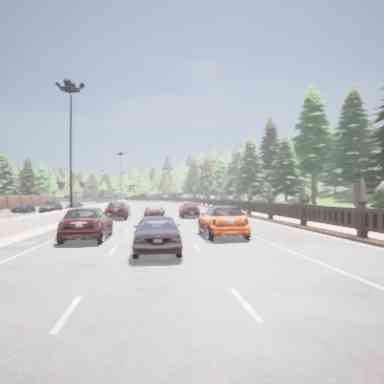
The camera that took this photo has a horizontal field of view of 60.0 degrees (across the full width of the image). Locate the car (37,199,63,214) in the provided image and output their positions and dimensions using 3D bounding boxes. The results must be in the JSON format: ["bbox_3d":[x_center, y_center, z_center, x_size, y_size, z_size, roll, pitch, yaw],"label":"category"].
[{"bbox_3d":[-19.548,1.968,46.143,2.097,1.767,4.553,-1,0,-7],"label":"car"}]

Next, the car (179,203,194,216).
[{"bbox_3d":[-0.275,1.823,33.700,1.812,1.442,4.674,-1,-1,-7],"label":"car"}]

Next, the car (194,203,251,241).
[{"bbox_3d":[1.601,1.493,17.926,2.097,1.767,4.553,-1,0,-7],"label":"car"}]

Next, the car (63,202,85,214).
[{"bbox_3d":[-15.924,2.095,45.276,1.812,1.442,4.674,-1,-1,-7],"label":"car"}]

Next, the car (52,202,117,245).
[{"bbox_3d":[-5.355,1.562,17.142,2.097,1.767,4.553,-1,0,-7],"label":"car"}]

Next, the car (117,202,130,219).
[{"bbox_3d":[-7.136,1.710,32.105,2.097,1.767,4.553,-1,-1,-7],"label":"car"}]

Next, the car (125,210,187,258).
[{"bbox_3d":[-1.406,1.681,13.442,2.033,1.411,5.357,-1,0,-6],"label":"car"}]

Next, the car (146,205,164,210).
[{"bbox_3d":[-3.545,1.915,31.554,1.895,1.301,4.718,-1,0,-7],"label":"car"}]
